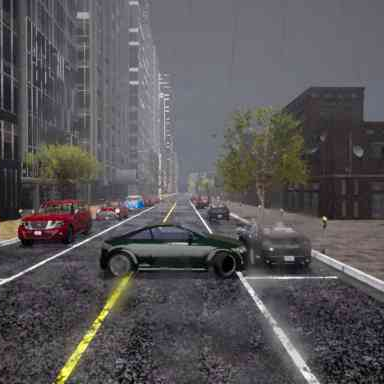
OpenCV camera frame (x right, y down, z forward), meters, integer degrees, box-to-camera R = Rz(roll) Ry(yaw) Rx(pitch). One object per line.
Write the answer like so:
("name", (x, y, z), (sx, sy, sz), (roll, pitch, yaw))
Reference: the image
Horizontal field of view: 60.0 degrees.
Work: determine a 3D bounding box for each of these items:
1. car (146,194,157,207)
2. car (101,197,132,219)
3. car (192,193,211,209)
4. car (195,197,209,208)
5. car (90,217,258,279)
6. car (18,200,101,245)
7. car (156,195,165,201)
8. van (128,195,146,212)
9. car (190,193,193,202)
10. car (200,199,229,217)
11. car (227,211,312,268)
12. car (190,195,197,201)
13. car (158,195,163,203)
("car", (-6.955, 1.299, 49.635), (2.192, 1.841, 5.009), (-1, 0, -1))
("car", (-6.375, 1.432, 26.775), (1.967, 1.590, 4.097), (-1, 0, -1))
("car", (1.565, 1.301, 44.309), (2.192, 1.841, 5.009), (-1, 0, -1))
("car", (1.421, 1.509, 50.011), (1.752, 1.417, 4.829), (-1, 0, -1))
("car", (-0.462, 1.557, 9.516), (4.181, 1.385, 1.994), (0, 0, -1))
("car", (-6.181, 1.310, 15.707), (2.192, 1.841, 5.009), (-1, 0, -1))
("car", (-7.806, 1.497, 82.663), (1.752, 1.417, 4.829), (-1, 0, -1))
("van", (-6.669, 1.329, 38.569), (1.690, 1.788, 3.998), (-1, 0, -1))
("car", (0.850, 1.291, 71.972), (2.192, 1.841, 5.009), (-1, 0, -1))
("car", (2.028, 1.543, 26.976), (2.008, 1.369, 4.403), (-1, 0, -1))
("car", (2.556, 1.548, 11.116), (2.008, 1.369, 4.403), (-1, 0, -1))
("car", (0.426, 1.551, 88.570), (1.802, 1.307, 4.206), (-1, 0, -1))
("car", (-7.381, 1.522, 66.234), (1.887, 1.381, 4.507), (-1, 0, -1))
